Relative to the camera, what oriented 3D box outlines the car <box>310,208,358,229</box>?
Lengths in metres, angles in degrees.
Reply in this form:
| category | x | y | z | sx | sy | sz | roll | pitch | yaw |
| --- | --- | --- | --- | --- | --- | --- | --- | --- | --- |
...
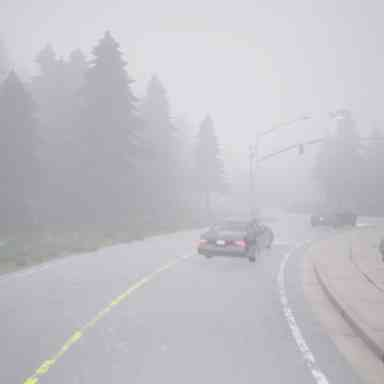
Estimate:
| category | x | y | z | sx | sy | sz | roll | pitch | yaw |
| --- | --- | --- | --- | --- | --- | --- | --- | --- | --- |
| car | 10.419 | 1.831 | 24.348 | 4.181 | 1.385 | 1.994 | 1 | -1 | -42 |

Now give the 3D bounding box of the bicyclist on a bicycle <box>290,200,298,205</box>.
| category | x | y | z | sx | sy | sz | roll | pitch | yaw |
| --- | --- | --- | --- | --- | --- | --- | --- | --- | --- |
| bicyclist on a bicycle | 14.591 | 1.979 | 47.540 | 1.656 | 1.620 | 0.582 | 0 | -1 | 6 |

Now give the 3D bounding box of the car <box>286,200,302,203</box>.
| category | x | y | z | sx | sy | sz | roll | pitch | yaw |
| --- | --- | --- | --- | --- | --- | --- | --- | --- | --- |
| car | 19.810 | 2.190 | 63.904 | 4.902 | 1.511 | 2.128 | 1 | -1 | -45 |

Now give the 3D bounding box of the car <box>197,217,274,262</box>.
| category | x | y | z | sx | sy | sz | roll | pitch | yaw |
| --- | --- | --- | --- | --- | --- | --- | --- | --- | --- |
| car | 1.878 | 1.676 | 12.893 | 2.033 | 1.411 | 5.357 | 0 | -1 | 23 |
